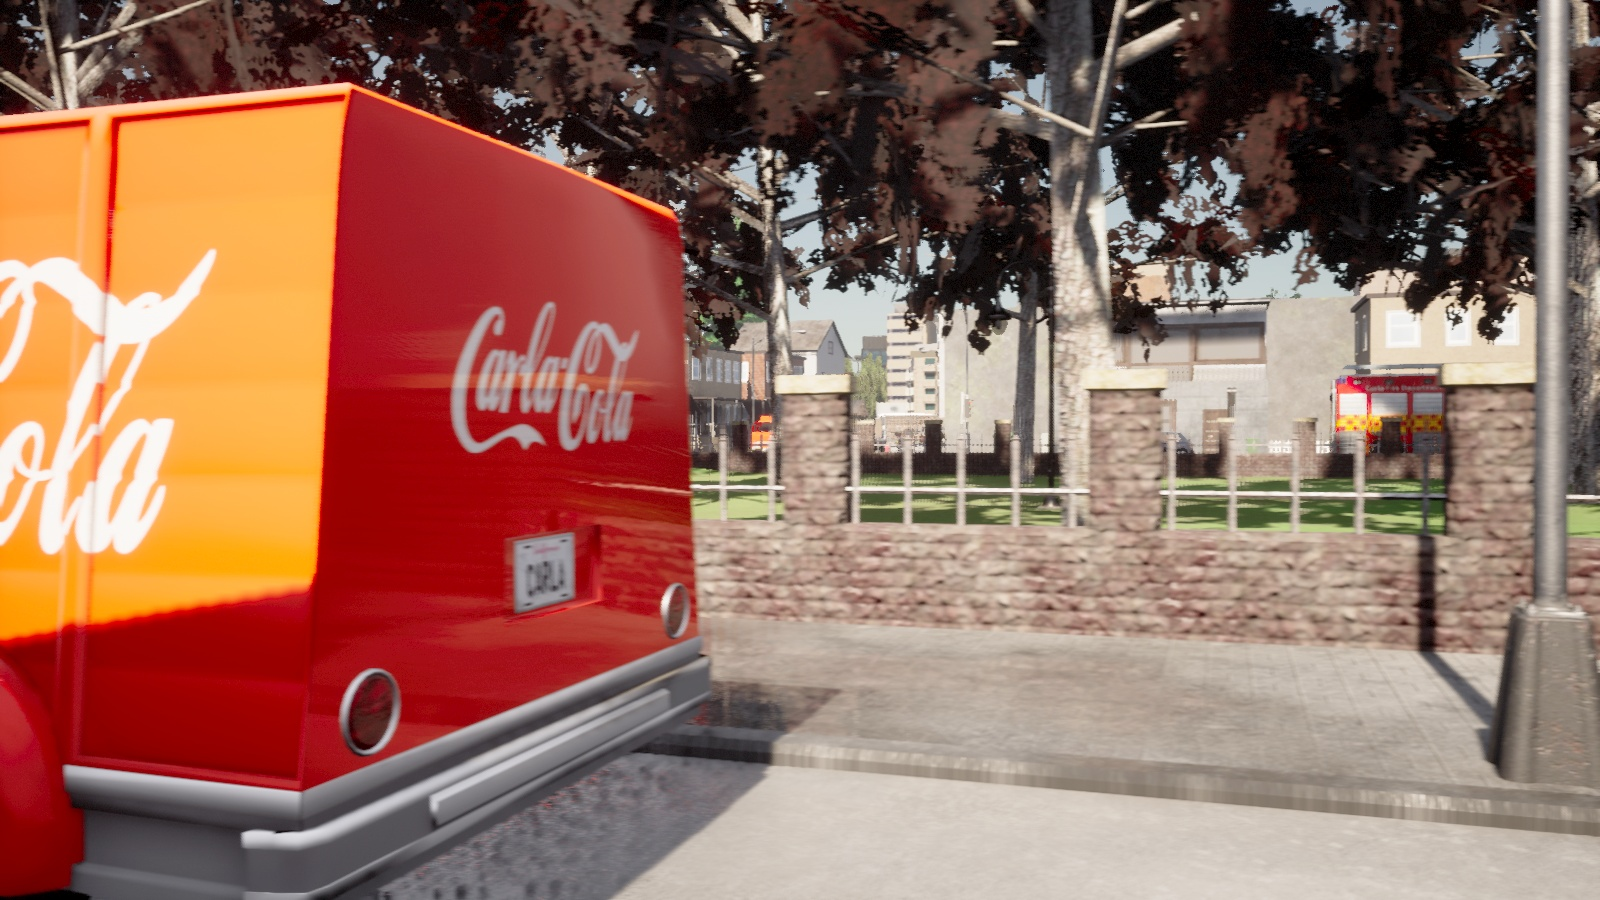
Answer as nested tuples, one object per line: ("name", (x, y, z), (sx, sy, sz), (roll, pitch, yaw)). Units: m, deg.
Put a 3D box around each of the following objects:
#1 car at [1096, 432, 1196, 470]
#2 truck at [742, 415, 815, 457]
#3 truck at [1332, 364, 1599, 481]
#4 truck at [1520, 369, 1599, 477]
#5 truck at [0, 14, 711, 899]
("car", (14.052, 0.028, 50.983), (3.806, 1.475, 1.970), (1, 1, 19))
("truck", (-1.240, -0.902, 77.006), (2.627, 2.467, 5.204), (1, 1, 22))
("truck", (23.234, -0.950, 43.639), (8.468, 3.827, 2.891), (1, 1, 18))
("truck", (31.056, -0.946, 45.212), (8.468, 3.827, 2.891), (1, 1, 19))
("truck", (-3.258, 0.250, 4.815), (5.204, 2.467, 2.627), (0, 1, 19))
